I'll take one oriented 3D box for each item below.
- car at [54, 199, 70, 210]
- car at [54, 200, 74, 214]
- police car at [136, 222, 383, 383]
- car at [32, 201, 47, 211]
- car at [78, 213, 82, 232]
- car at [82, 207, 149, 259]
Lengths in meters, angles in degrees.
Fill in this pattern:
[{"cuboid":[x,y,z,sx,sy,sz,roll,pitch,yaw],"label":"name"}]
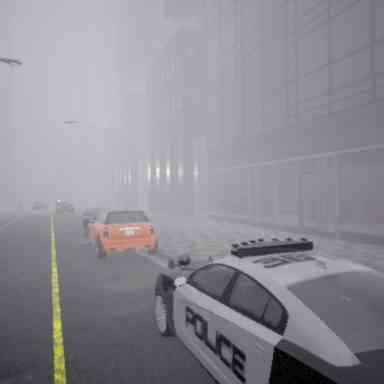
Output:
[{"cuboid":[-20.048,1.942,51.066,2.128,1.511,4.902,-1,0,-23],"label":"car"},{"cuboid":[-15.031,1.926,39.367,1.895,1.301,4.718,-1,0,-23],"label":"car"},{"cuboid":[0.929,1.412,4.190,1.930,1.638,5.238,-1,0,-23],"label":"police car"},{"cuboid":[-22.489,2.031,49.146,2.033,1.411,5.357,-1,0,-23],"label":"car"},{"cuboid":[-5.306,1.587,18.805,1.882,1.535,5.008,-1,0,-23],"label":"car"},{"cuboid":[-2.943,1.412,13.259,2.097,1.767,4.553,-1,0,-23],"label":"car"}]
